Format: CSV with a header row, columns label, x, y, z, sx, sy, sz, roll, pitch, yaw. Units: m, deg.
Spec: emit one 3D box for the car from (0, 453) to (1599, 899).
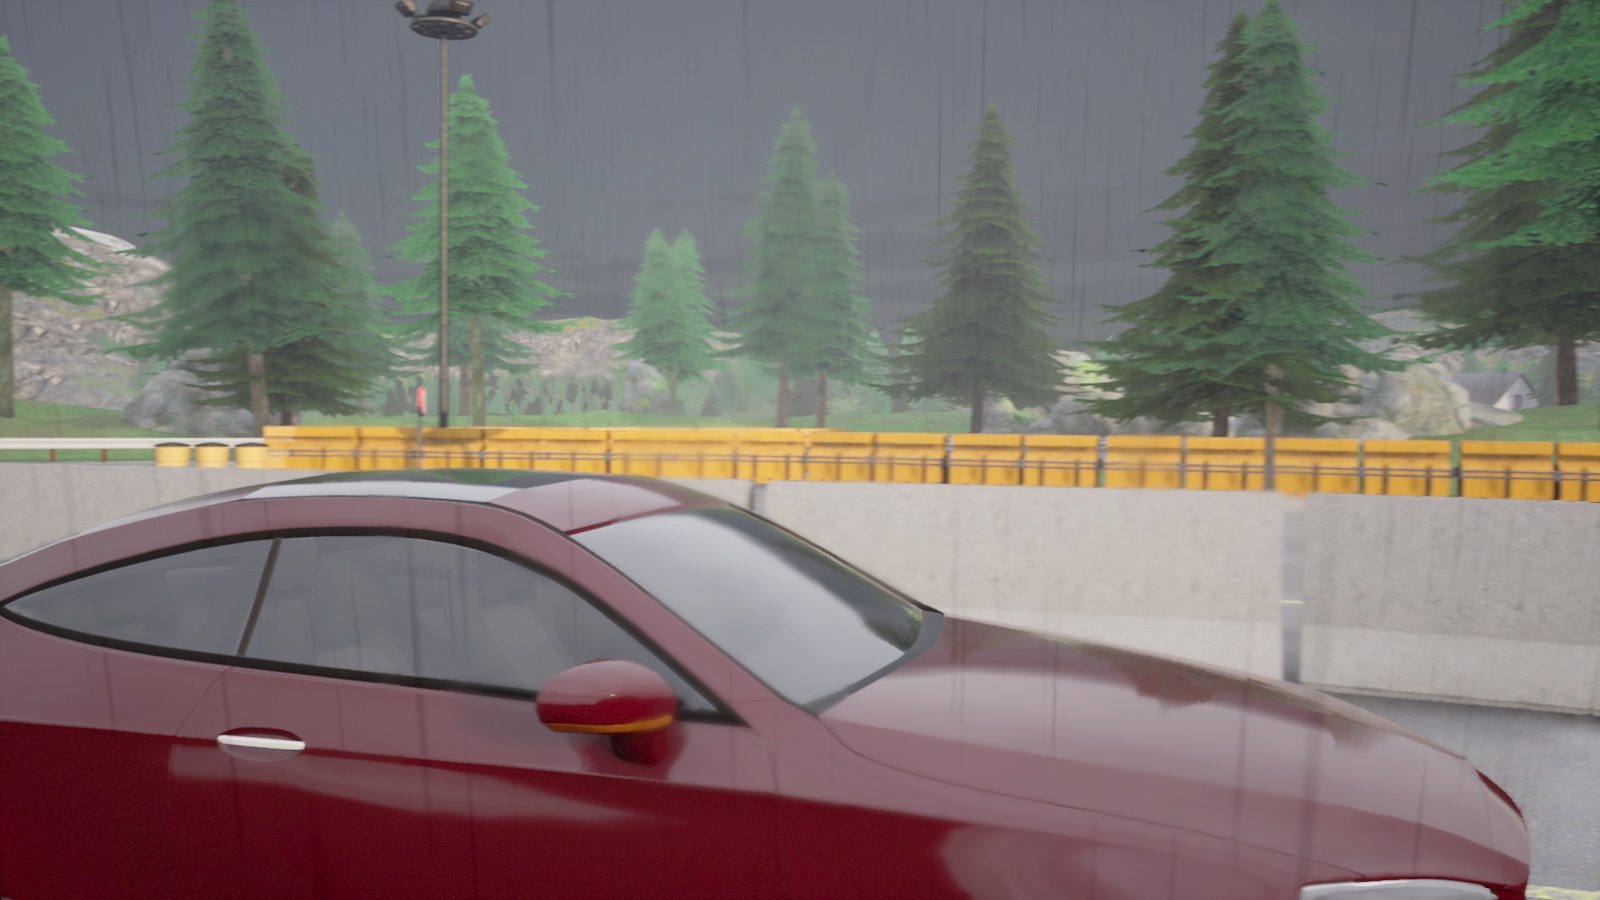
label,x,y,z,sx,sy,sz,roll,pitch,yaw
car,-0.644,0.780,3.431,4.674,1.442,1.812,1,1,16
